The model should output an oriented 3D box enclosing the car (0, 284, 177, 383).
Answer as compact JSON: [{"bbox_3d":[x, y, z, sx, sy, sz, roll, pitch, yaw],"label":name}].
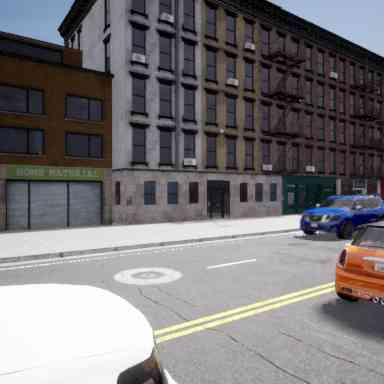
[{"bbox_3d":[-2.694,1.221,1.533,5.566,2.045,2.150,0,0,-36],"label":"car"}]

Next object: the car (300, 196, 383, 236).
[{"bbox_3d":[8.030,1.224,17.323,5.566,2.045,2.150,0,0,-35],"label":"car"}]

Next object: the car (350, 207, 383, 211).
[{"bbox_3d":[8.928,1.507,13.974,4.892,1.490,1.837,0,0,-35],"label":"car"}]

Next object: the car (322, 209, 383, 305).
[{"bbox_3d":[5.094,1.352,7.038,4.553,1.767,2.097,0,0,-35],"label":"car"}]
